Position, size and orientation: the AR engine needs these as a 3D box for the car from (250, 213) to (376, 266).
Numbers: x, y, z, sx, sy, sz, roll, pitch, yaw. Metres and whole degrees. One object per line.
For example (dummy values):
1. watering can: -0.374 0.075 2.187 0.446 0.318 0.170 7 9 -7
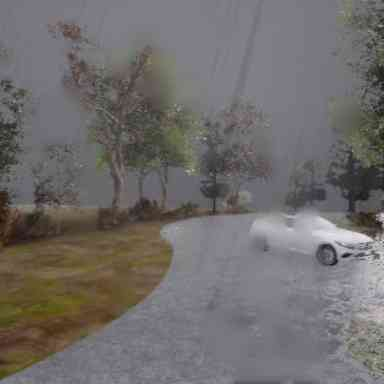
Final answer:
1. car: 4.034 1.526 11.899 1.812 1.442 4.674 0 0 -31
